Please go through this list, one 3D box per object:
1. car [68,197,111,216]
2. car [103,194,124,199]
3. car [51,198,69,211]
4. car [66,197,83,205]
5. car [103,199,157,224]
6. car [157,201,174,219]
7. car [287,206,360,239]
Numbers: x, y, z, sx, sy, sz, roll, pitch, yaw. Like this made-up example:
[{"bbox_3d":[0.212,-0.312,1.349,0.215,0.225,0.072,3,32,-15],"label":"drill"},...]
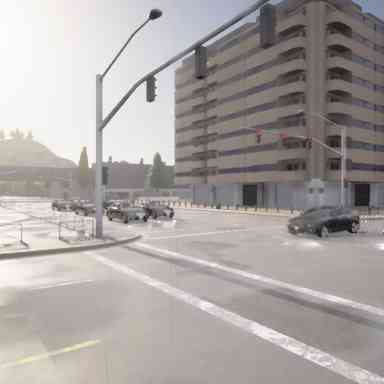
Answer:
[{"bbox_3d":[-10.309,1.547,33.209,2.128,1.511,4.902,0,0,-35],"label":"car"},{"bbox_3d":[-9.095,1.277,37.551,2.150,2.045,5.566,0,0,-35],"label":"car"},{"bbox_3d":[-16.115,1.546,41.424,2.128,1.511,4.902,0,0,-35],"label":"car"},{"bbox_3d":[-22.008,1.619,62.189,1.994,1.385,4.181,0,0,-35],"label":"car"},{"bbox_3d":[-5.063,1.546,25.796,2.128,1.511,4.902,0,0,-35],"label":"car"},{"bbox_3d":[-3.395,1.546,29.499,2.128,1.511,4.902,0,0,-35],"label":"car"},{"bbox_3d":[7.108,1.531,17.809,4.892,1.490,1.837,0,0,-36],"label":"car"}]
